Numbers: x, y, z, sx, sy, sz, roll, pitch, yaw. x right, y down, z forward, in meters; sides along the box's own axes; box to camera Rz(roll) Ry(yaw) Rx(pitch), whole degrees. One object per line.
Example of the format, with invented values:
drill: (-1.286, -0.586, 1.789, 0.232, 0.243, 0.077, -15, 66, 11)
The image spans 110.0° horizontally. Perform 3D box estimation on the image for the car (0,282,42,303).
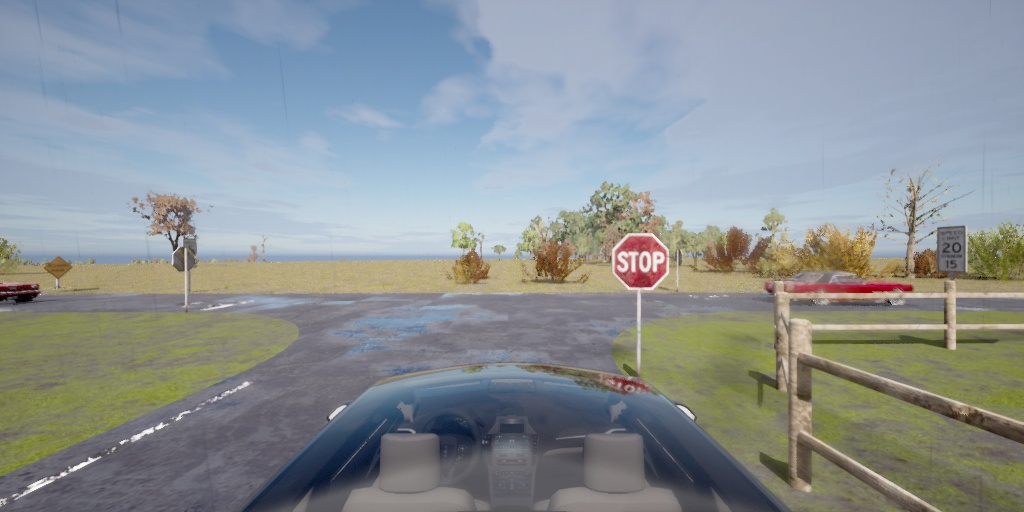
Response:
car: (-22.688, 1.409, 14.741, 4.718, 1.301, 1.895, 0, 0, 0)

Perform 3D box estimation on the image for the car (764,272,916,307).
car: (13.336, 1.313, 14.719, 4.718, 1.301, 1.895, 0, 0, 2)

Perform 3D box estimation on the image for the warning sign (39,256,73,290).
warning sign: (-25.416, 0.927, 20.059, 1.060, 1.860, 1.300, 0, 0, 0)
